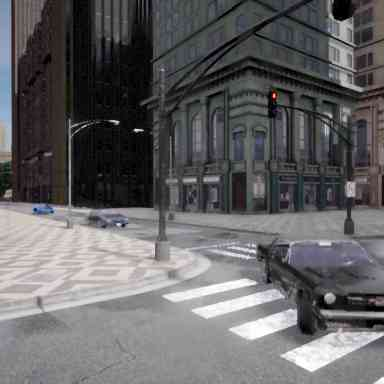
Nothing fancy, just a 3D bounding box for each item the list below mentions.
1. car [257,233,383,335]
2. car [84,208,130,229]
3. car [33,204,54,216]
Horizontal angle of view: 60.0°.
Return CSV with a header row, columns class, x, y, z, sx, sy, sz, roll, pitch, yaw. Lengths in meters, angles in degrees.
class,x,y,z,sx,sy,sz,roll,pitch,yaw
car,2.686,1.604,6.847,1.895,1.301,4.718,0,0,0
car,-6.681,1.959,25.548,2.033,1.411,5.357,0,-1,-35
car,-19.668,2.281,43.971,1.882,1.535,5.008,0,-1,-35
